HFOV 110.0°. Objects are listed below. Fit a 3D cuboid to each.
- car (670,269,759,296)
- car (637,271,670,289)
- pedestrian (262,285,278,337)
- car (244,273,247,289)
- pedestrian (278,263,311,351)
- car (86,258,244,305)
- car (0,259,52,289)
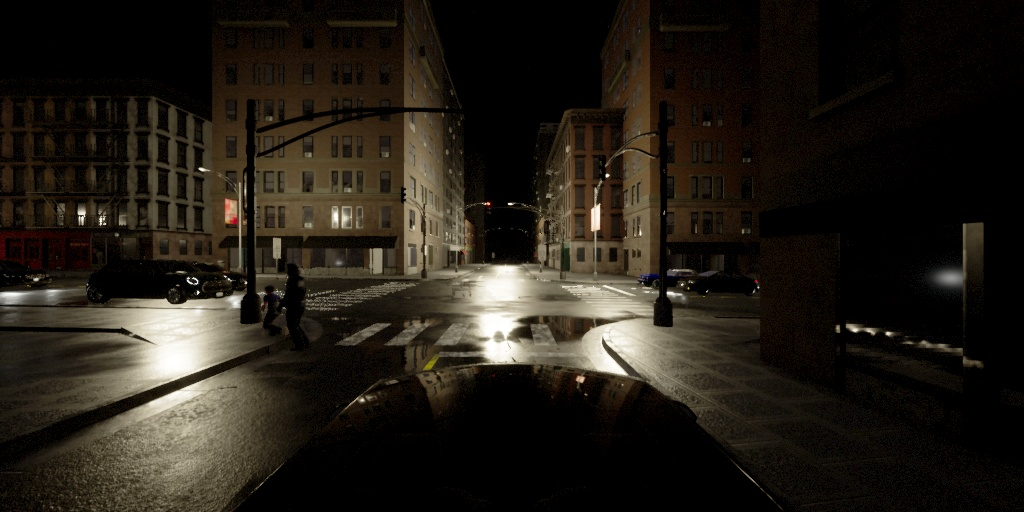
[{"bbox_3d":[11.952,1.531,20.980,4.181,1.385,1.994,1,0,0],"label":"car"},{"bbox_3d":[11.032,1.553,24.233,4.718,1.301,1.895,1,0,0],"label":"car"},{"bbox_3d":[-5.419,1.171,8.098,0.375,1.300,0.375,0,0,0],"label":"pedestrian"},{"bbox_3d":[-15.488,1.033,17.635,4.892,1.490,1.837,1,0,0],"label":"car"},{"bbox_3d":[-4.516,1.044,7.482,0.375,1.860,0.375,0,0,0],"label":"pedestrian"},{"bbox_3d":[-13.874,0.907,14.342,4.553,1.767,2.097,1,0,1],"label":"car"},{"bbox_3d":[-25.868,0.869,17.677,4.892,1.490,1.837,1,0,0],"label":"car"}]
